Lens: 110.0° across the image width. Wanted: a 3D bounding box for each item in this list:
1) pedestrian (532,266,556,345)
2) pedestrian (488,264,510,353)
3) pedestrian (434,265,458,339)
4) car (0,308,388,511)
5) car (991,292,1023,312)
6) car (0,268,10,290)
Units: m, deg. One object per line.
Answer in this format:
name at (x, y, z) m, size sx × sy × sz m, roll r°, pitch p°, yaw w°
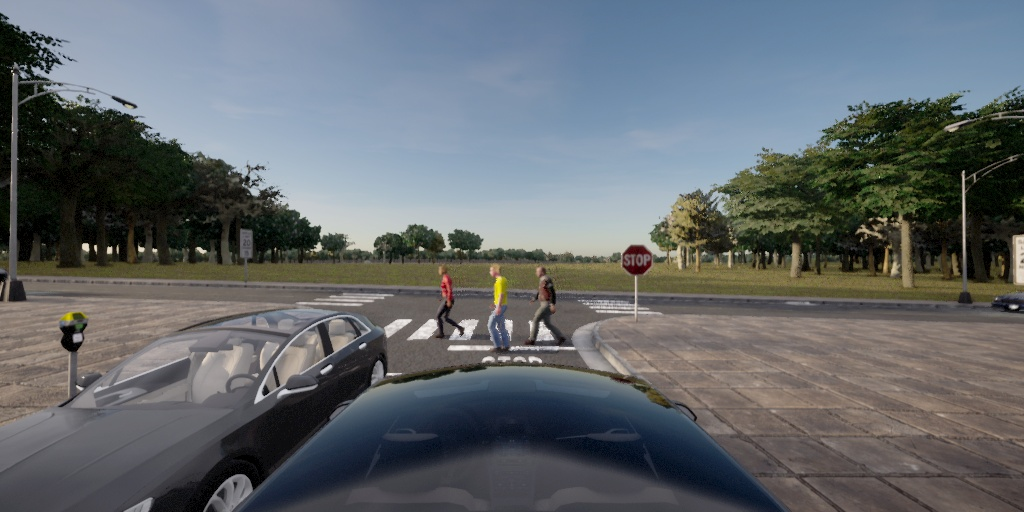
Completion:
pedestrian at (0.714, 1.043, 7.955) m, size 0.375 × 1.860 × 0.375 m, roll 1°, pitch -1°, yaw 0°
pedestrian at (-0.267, 1.043, 7.355) m, size 0.375 × 1.860 × 0.375 m, roll 1°, pitch -1°, yaw 0°
pedestrian at (-1.577, 1.031, 8.555) m, size 0.375 × 1.860 × 0.375 m, roll 1°, pitch -1°, yaw 0°
car at (-2.638, 1.300, 3.614) m, size 2.007 × 1.370 × 4.403 m, roll 0°, pitch 0°, yaw 0°
car at (26.478, 2.105, 17.015) m, size 5.357 × 1.411 × 2.033 m, roll 2°, pitch -1°, yaw 0°
car at (-22.760, 0.649, 14.081) m, size 4.892 × 1.490 × 1.837 m, roll 2°, pitch -1°, yaw 0°
